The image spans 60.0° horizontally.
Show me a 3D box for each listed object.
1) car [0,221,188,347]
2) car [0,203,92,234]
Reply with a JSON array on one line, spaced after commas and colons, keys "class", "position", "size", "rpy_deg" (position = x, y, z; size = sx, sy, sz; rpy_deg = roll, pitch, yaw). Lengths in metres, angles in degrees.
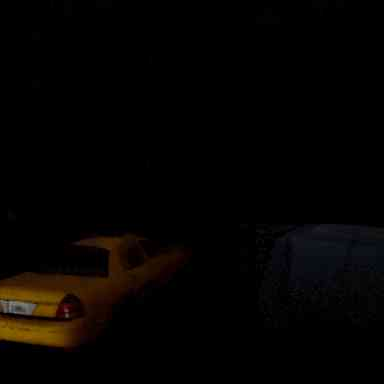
[{"class": "car", "position": [-1.533, 1.518, 6.758], "size": [1.946, 1.575, 5.366], "rpy_deg": [0, -1, 16]}, {"class": "car", "position": [-4.025, 1.286, 8.389], "size": [2.435, 2.045, 5.566], "rpy_deg": [0, -1, 16]}]
